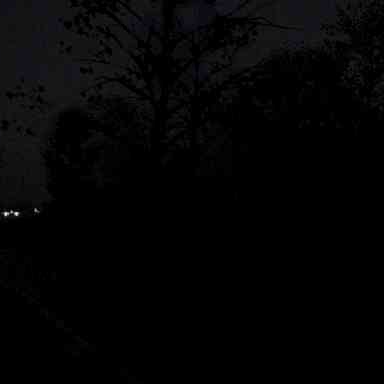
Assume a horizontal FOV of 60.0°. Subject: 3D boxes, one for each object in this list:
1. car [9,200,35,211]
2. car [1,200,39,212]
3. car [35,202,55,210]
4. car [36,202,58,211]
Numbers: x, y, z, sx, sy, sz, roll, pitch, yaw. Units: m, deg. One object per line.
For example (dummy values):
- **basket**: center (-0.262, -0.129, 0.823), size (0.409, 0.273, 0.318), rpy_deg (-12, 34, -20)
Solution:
- **car**: center (-27.325, 2.135, 53.711), size (2.097, 1.767, 4.553), rpy_deg (0, -2, -3)
- **car**: center (-23.443, 2.050, 45.650), size (2.033, 1.411, 5.357), rpy_deg (0, -2, -2)
- **car**: center (-27.749, 2.600, 62.798), size (1.837, 1.490, 4.892), rpy_deg (0, -2, -3)
- **car**: center (-23.894, 2.380, 54.851), size (1.994, 1.385, 4.181), rpy_deg (0, -2, -3)
